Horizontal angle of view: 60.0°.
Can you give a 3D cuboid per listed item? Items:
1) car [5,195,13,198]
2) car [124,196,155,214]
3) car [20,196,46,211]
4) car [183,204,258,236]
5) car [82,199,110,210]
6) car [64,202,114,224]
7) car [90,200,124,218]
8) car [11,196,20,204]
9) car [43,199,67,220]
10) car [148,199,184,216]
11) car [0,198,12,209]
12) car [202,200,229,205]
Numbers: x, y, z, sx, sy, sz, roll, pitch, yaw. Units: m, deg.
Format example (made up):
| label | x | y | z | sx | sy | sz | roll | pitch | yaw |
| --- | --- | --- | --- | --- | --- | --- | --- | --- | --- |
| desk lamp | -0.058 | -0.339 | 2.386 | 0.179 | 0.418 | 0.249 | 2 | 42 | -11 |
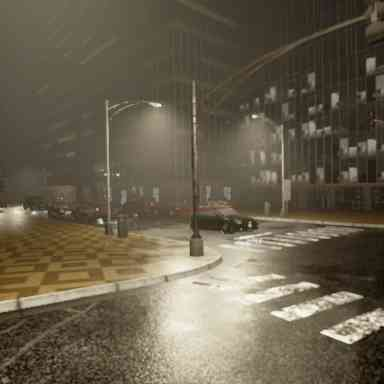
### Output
| label | x | y | z | sx | sy | sz | roll | pitch | yaw |
| --- | --- | --- | --- | --- | --- | --- | --- | --- | --- |
| car | -42.679 | 1.947 | 79.773 | 1.887 | 1.381 | 4.507 | -2 | 1 | -41 |
| car | -5.793 | 1.403 | 36.978 | 2.192 | 1.841 | 5.009 | -2 | 1 | -41 |
| car | -22.167 | 1.538 | 47.245 | 2.150 | 2.045 | 5.566 | -2 | 0 | -41 |
| car | 1.784 | 1.665 | 19.520 | 1.994 | 1.385 | 4.181 | -2 | 1 | -43 |
| car | -13.164 | 1.718 | 45.541 | 1.947 | 1.339 | 4.313 | -2 | 1 | -41 |
| car | -8.491 | 1.796 | 27.277 | 1.947 | 1.339 | 4.313 | -2 | 1 | -41 |
| car | -8.789 | 1.674 | 31.599 | 1.882 | 1.535 | 5.008 | -2 | 0 | -41 |
| car | -38.990 | 1.938 | 75.494 | 1.947 | 1.339 | 4.313 | -2 | 1 | -41 |
| car | -12.177 | 1.703 | 31.548 | 1.967 | 1.590 | 4.097 | -2 | 1 | -41 |
| car | -2.096 | 1.637 | 32.705 | 1.802 | 1.307 | 4.206 | -2 | 1 | -41 |
| car | -30.590 | 2.004 | 52.916 | 1.802 | 1.307 | 4.206 | -2 | 1 | -41 |
| car | 1.591 | 1.463 | 28.425 | 1.967 | 1.590 | 4.097 | -2 | 1 | -41 |
